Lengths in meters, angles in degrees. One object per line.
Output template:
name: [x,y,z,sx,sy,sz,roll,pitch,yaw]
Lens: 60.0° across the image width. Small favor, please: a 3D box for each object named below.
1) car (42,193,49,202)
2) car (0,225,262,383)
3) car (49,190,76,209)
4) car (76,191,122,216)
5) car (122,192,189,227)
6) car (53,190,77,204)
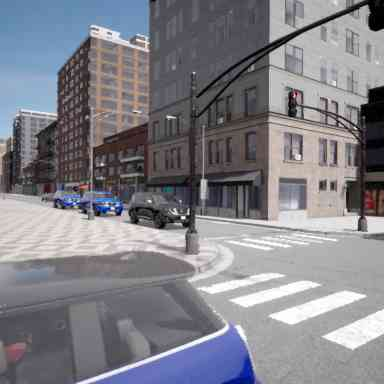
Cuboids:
car: [-25.542,0.945,59.515,2.128,1.511,4.902,1,0,-36]
car: [-1.678,1.353,2.177,4.553,1.767,2.097,0,0,-36]
car: [-14.209,0.861,37.973,2.150,2.045,5.566,1,0,-35]
car: [-8.013,0.960,29.188,2.150,2.045,5.566,1,0,-35]
car: [-2.070,1.053,20.778,2.150,2.045,5.566,1,0,-35]
car: [-19.484,0.769,50.944,2.150,2.045,5.566,1,0,-35]
